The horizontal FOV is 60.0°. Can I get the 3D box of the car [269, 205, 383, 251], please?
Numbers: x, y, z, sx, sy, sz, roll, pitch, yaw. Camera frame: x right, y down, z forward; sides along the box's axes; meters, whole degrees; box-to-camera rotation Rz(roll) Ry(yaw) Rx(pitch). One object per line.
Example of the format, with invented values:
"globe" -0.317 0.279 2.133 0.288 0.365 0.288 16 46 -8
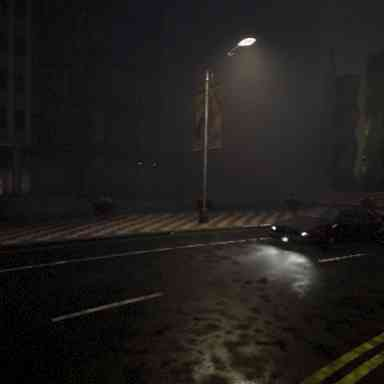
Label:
"car" 5.499 1.225 12.474 5.357 1.411 2.033 0 2 -28
